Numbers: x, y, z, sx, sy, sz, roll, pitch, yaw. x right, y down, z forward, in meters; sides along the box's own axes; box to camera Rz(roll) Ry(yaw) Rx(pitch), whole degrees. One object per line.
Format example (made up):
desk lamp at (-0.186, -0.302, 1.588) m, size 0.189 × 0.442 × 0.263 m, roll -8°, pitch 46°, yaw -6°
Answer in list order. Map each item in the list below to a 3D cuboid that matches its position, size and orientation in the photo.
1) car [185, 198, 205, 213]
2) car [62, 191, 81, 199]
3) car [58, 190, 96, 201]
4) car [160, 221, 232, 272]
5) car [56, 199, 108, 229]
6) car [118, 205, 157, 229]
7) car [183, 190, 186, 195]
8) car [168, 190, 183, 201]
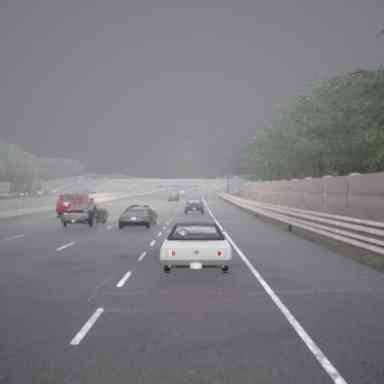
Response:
car at (0.229, 1.373, 34.082) m, size 1.812 × 1.442 × 4.674 m, roll 0°, pitch 1°, yaw 0°
car at (-24.033, 0.577, 66.603) m, size 1.837 × 1.490 × 4.892 m, roll 0°, pitch 1°, yaw 1°
car at (-10.310, 1.120, 29.971) m, size 2.150 × 2.045 × 5.566 m, roll 0°, pitch 1°, yaw 0°
car at (0.116, 1.599, 10.742) m, size 1.895 × 1.301 × 4.718 m, roll 0°, pitch 0°, yaw 0°
car at (-6.845, 1.462, 21.658) m, size 2.128 × 1.511 × 4.902 m, roll 0°, pitch 0°, yaw 0°
car at (-3.446, 1.537, 21.689) m, size 1.994 × 1.385 × 4.181 m, roll 0°, pitch 0°, yaw 0°
car at (-2.688, 0.221, 91.302) m, size 1.812 × 1.442 × 4.674 m, roll 0°, pitch 1°, yaw 1°
car at (-3.134, 0.860, 58.728) m, size 2.128 × 1.511 × 4.902 m, roll 0°, pitch 1°, yaw 1°
